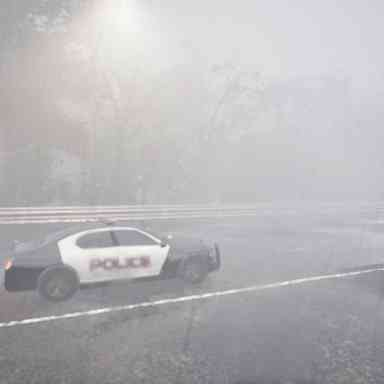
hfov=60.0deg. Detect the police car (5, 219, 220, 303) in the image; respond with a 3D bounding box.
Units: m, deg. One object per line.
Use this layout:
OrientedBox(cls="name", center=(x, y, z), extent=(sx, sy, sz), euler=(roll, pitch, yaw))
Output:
OrientedBox(cls="police car", center=(-1.712, 1.470, 8.160), extent=(4.974, 1.542, 2.038), euler=(0, 0, -25))
